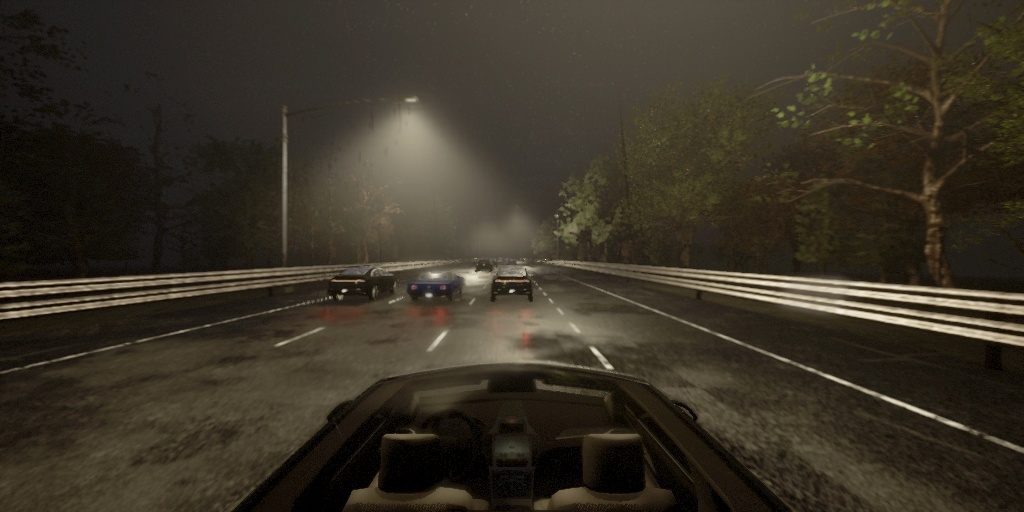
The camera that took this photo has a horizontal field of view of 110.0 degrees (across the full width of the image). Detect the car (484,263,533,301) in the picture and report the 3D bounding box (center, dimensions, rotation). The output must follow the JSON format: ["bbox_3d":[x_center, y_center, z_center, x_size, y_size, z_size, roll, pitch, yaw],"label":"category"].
[{"bbox_3d":[-0.002,1.251,17.289,2.128,1.511,4.902,0,0,0],"label":"car"}]

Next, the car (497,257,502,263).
[{"bbox_3d":[-3.505,1.295,65.055,2.128,1.511,4.902,0,0,0],"label":"car"}]

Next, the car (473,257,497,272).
[{"bbox_3d":[-3.504,1.134,46.970,2.097,1.767,4.553,0,0,0],"label":"car"}]

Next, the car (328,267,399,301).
[{"bbox_3d":[-7.002,1.251,17.410,2.128,1.511,4.902,0,0,0],"label":"car"}]

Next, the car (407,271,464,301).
[{"bbox_3d":[-3.501,1.361,17.365,1.895,1.301,4.718,0,0,0],"label":"car"}]
